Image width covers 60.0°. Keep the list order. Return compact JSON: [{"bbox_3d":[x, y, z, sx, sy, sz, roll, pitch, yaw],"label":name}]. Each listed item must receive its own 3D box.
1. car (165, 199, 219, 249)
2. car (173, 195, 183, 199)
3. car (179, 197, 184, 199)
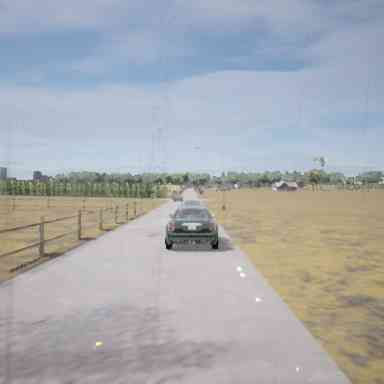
[{"bbox_3d":[0.000,1.350,14.618,2.097,1.767,4.553,0,0,0],"label":"car"},{"bbox_3d":[-2.750,1.340,68.645,1.994,1.385,4.181,0,0,0],"label":"car"},{"bbox_3d":[0.000,1.469,29.648,1.837,1.490,4.892,0,0,0],"label":"car"}]
